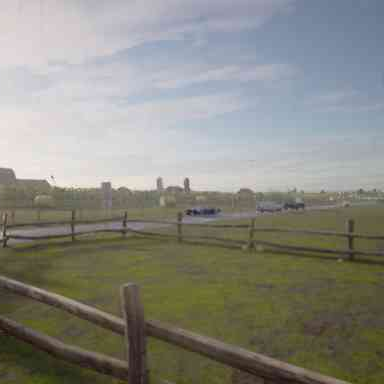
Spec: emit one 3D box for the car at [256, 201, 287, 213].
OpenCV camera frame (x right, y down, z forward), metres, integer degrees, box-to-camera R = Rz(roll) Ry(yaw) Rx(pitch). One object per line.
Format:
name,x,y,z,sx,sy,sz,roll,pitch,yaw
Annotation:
car,11.019,2.172,46.057,1.994,1.385,4.181,-1,-1,36

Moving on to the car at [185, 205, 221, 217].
car,1.285,2.084,37.116,1.895,1.301,4.718,-1,-1,35

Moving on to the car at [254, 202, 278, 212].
car,11.565,2.284,51.728,1.837,1.490,4.892,-1,-1,35

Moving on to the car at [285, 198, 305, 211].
car,16.692,1.967,54.294,2.150,2.045,5.566,-1,-1,35
